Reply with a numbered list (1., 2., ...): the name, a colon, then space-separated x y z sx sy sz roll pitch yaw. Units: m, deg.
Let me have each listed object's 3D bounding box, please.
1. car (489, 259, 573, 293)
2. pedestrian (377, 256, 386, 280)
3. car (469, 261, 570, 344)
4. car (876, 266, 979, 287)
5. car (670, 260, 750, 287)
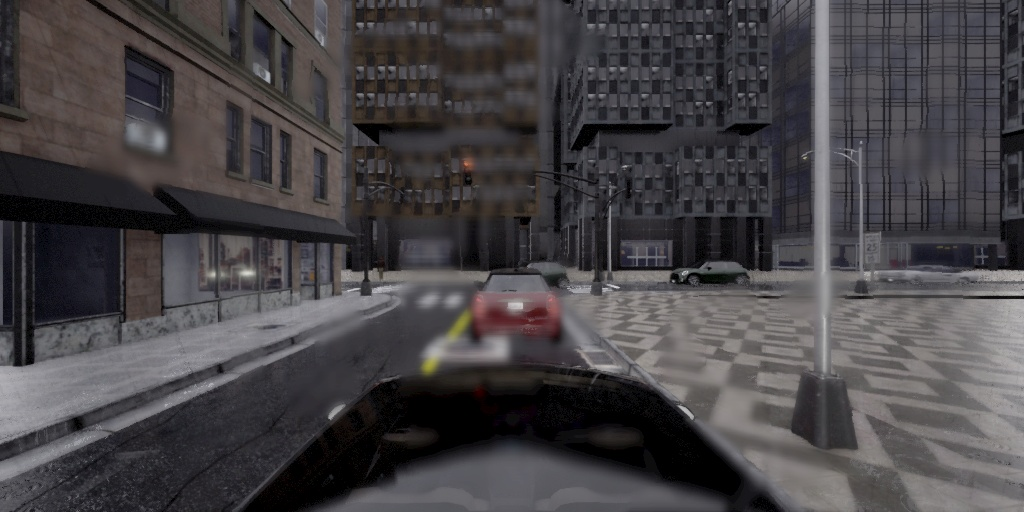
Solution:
1. car: 1.142 1.097 21.336 4.553 1.767 2.097 0 0 -27
2. pedestrian: -9.839 0.903 26.925 0.375 1.860 0.375 0 0 1
3. car: 0.068 1.102 9.743 2.097 1.767 4.553 0 0 -1
4. car: 27.070 1.311 23.481 4.718 1.301 1.895 0 0 1
5. car: 12.924 1.082 23.640 4.553 1.767 2.097 0 0 1
